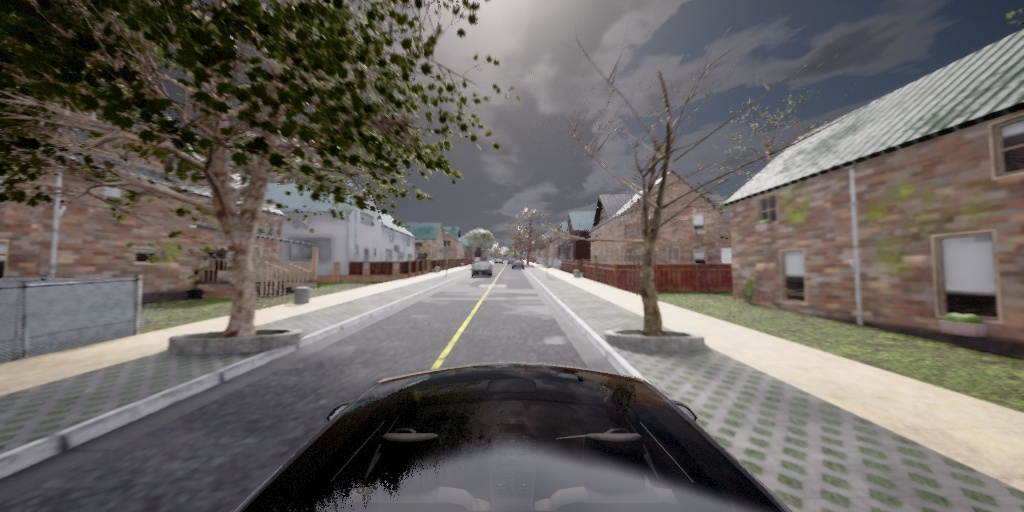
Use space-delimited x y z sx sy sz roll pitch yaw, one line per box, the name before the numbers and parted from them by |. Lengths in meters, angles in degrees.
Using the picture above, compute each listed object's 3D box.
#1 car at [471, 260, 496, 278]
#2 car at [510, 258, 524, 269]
car | -2.846 1.240 34.792 1.882 1.535 5.008 0 0 0
car | 0.953 1.283 54.984 1.812 1.442 4.674 0 0 0
